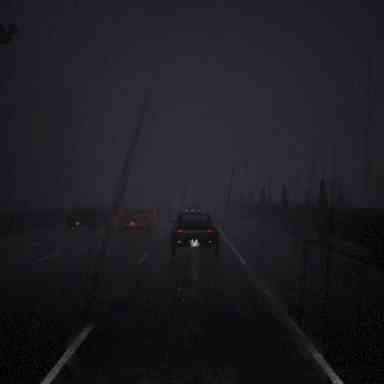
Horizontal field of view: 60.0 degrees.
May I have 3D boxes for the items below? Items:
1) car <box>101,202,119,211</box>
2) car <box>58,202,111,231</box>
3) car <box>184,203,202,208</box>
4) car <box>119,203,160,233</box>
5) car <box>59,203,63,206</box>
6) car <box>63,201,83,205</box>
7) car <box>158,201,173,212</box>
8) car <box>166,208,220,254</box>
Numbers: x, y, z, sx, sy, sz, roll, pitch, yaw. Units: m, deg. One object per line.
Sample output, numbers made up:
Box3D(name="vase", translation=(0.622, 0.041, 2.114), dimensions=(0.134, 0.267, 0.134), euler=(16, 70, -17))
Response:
Box3D(name="car", translation=(-14.043, 2.555, 56.926), dimensions=(1.994, 1.385, 4.181), euler=(0, -4, 1))
Box3D(name="car", translation=(-6.898, 1.712, 22.490), dimensions=(2.128, 1.511, 4.902), euler=(0, 0, 0))
Box3D(name="car", translation=(0.104, 1.881, 34.393), dimensions=(2.033, 1.411, 5.357), euler=(0, -1, 0))
Box3D(name="car", translation=(-3.398, 1.687, 21.493), dimensions=(1.882, 1.535, 5.008), euler=(0, 0, 0))
Box3D(name="car", translation=(-21.036, 2.448, 56.404), dimensions=(2.128, 1.511, 4.902), euler=(0, -4, 1))
Box3D(name="car", translation=(-17.571, 2.146, 51.014), dimensions=(1.837, 1.490, 4.892), euler=(0, -2, 0))
Box3D(name="car", translation=(-3.396, 1.880, 40.063), dimensions=(2.128, 1.511, 4.902), euler=(0, -1, 0))
Box3D(name="car", translation=(0.101, 1.629, 14.081), dimensions=(2.128, 1.511, 4.902), euler=(0, -1, 0))
